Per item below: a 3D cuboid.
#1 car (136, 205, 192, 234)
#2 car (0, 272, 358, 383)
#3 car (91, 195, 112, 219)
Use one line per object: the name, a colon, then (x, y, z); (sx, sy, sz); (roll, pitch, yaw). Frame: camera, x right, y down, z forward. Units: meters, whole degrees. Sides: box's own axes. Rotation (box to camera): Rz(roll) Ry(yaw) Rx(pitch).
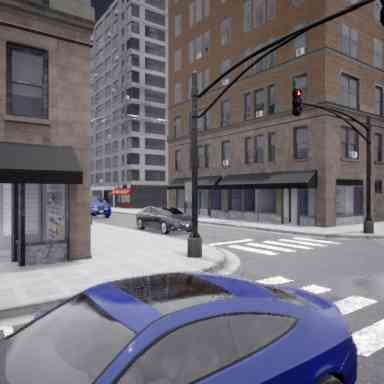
car: (-1.660, 1.574, 19.844); (1.837, 1.490, 4.892); (0, 0, -35)
car: (-0.442, 1.526, 2.758); (4.674, 1.442, 1.812); (0, 0, -35)
car: (-9.348, 1.348, 30.631); (2.150, 2.045, 5.566); (0, 0, -36)
